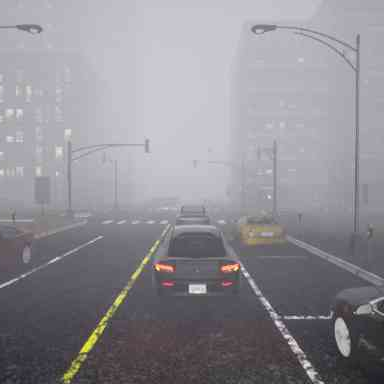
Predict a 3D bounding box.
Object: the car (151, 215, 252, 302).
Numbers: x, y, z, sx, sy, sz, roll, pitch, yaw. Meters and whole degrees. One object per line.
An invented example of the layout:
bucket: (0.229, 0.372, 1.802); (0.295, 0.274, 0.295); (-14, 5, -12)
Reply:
car: (0.083, 1.523, 8.102); (1.812, 1.442, 4.674); (0, 0, 0)

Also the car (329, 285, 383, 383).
car: (2.801, 1.550, 3.096); (2.008, 1.369, 4.403); (-1, 0, 0)

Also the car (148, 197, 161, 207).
car: (-5.809, 1.514, 52.152); (1.752, 1.417, 4.829); (-1, 0, 0)

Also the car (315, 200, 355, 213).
car: (16.238, 1.623, 37.545); (4.403, 1.369, 2.008); (0, 0, 1)

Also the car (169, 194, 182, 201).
car: (-3.195, 1.479, 60.341); (2.128, 1.511, 4.902); (0, 0, 0)

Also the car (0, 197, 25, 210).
car: (-21.738, 1.275, 37.965); (4.829, 1.417, 1.752); (0, 0, 1)

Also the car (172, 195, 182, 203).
car: (-3.143, 1.487, 70.538); (1.837, 1.490, 4.892); (0, 0, 0)

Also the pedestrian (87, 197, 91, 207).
pedestrian: (-12.632, 1.200, 40.830); (0.375, 1.300, 0.375); (0, 0, 1)

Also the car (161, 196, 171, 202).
car: (-5.855, 1.531, 74.940); (1.887, 1.381, 4.507); (-1, 0, 0)

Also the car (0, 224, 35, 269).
car: (-5.849, 1.542, 8.780); (1.887, 1.381, 4.507); (-1, 0, 0)

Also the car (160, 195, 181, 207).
car: (-3.195, 1.537, 50.390); (2.033, 1.411, 5.357); (0, 0, 0)

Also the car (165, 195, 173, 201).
car: (-5.879, 1.530, 86.249); (1.887, 1.381, 4.507); (-1, 0, 0)

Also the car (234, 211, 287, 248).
car: (2.778, 1.521, 14.554); (1.752, 1.417, 4.829); (-1, 0, 0)

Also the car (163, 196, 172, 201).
car: (-5.866, 1.568, 80.594); (1.802, 1.307, 4.206); (-1, 0, 0)

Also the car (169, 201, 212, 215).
car: (0.053, 1.487, 18.177); (2.128, 1.511, 4.902); (0, 0, 0)

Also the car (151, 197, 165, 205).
car: (-5.821, 1.554, 57.976); (1.947, 1.339, 4.313); (-1, 0, 0)

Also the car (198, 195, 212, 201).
car: (2.559, 1.539, 57.994); (2.008, 1.369, 4.403); (-1, 0, 0)
